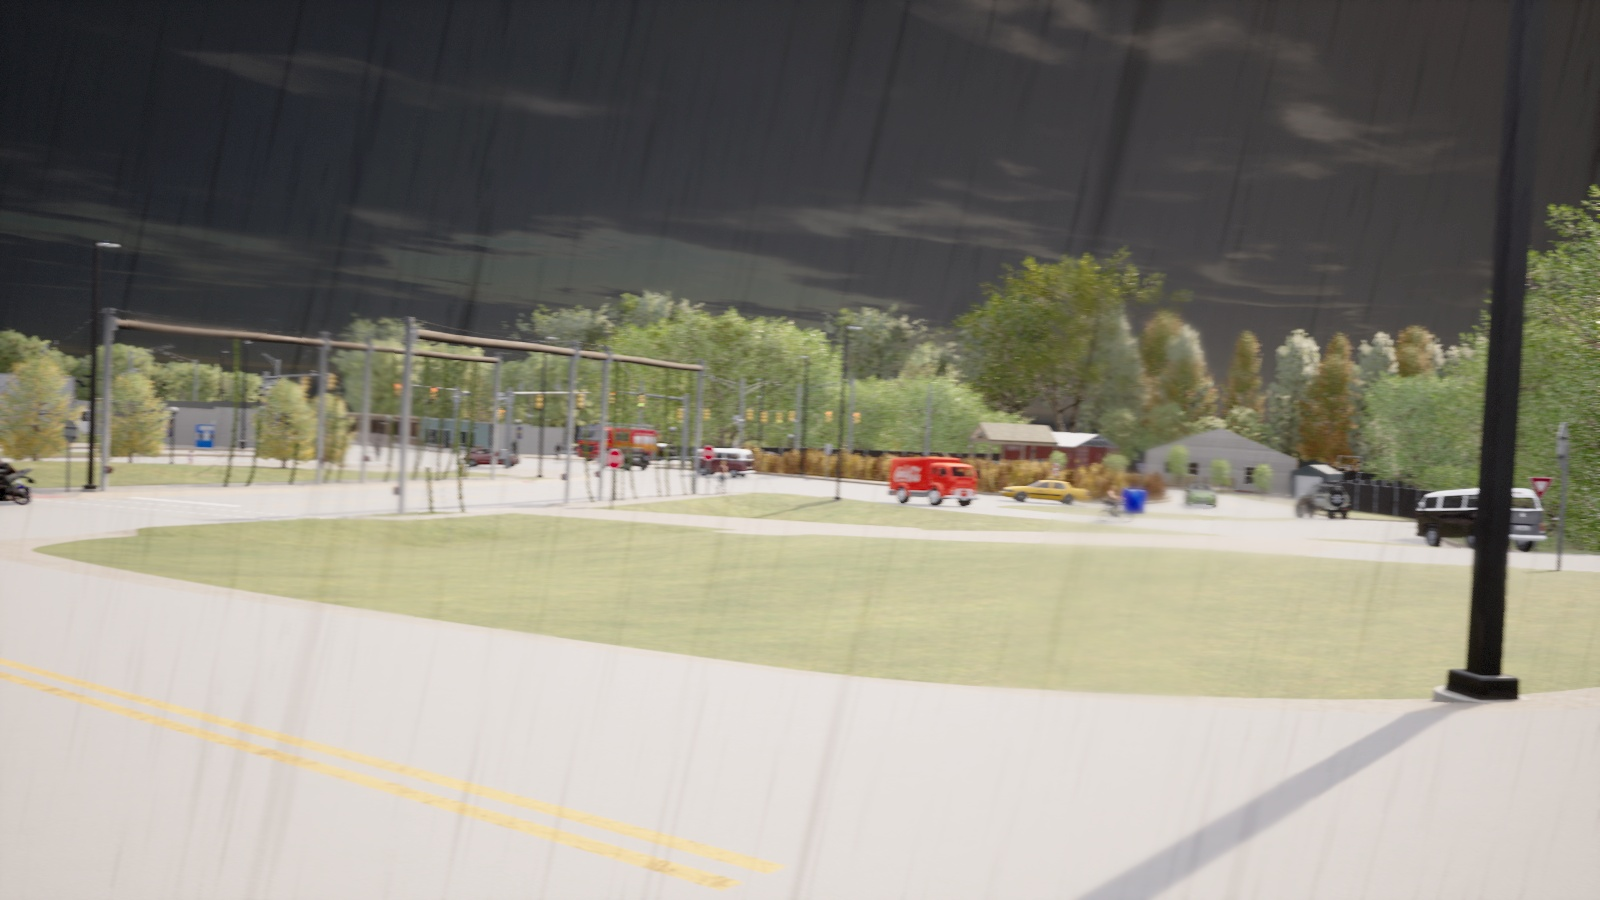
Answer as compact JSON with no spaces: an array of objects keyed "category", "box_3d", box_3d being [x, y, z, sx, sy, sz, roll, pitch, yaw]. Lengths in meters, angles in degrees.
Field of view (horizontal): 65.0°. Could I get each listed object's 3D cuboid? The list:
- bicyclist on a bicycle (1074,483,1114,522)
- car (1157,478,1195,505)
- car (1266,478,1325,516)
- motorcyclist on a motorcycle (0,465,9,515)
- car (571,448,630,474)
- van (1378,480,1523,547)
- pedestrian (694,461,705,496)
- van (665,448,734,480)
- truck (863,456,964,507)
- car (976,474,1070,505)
[{"category":"bicyclist on a bicycle","box_3d":[12.842,2.282,54.888,1.509,1.612,0.866,2,2,28]},{"category":"car","box_3d":[24.990,2.726,83.590,2.007,1.525,4.514,2,1,12]},{"category":"car","box_3d":[26.510,2.559,67.313,1.932,1.855,4.605,1,-4,9]},{"category":"motorcyclist on a motorcycle","box_3d":[-25.211,1.208,37.892,0.866,1.530,2.191,3,0,17]},{"category":"car","box_3d":[-15.375,0.800,96.622,4.605,1.855,1.932,1,1,40]},{"category":"van","box_3d":[21.609,2.140,41.943,2.069,2.038,4.480,2,-4,-8]},{"category":"pedestrian","box_3d":[-5.378,1.522,67.219,0.345,1.836,0.594,3,2,19]},{"category":"van","box_3d":[-7.264,1.008,90.830,4.480,2.038,2.069,3,3,21]},{"category":"truck","box_3d":[5.810,1.611,65.018,2.627,2.467,5.204,2,-2,-31]},{"category":"car","box_3d":[13.739,2.412,77.430,5.366,1.575,1.801,3,0,-1]}]
